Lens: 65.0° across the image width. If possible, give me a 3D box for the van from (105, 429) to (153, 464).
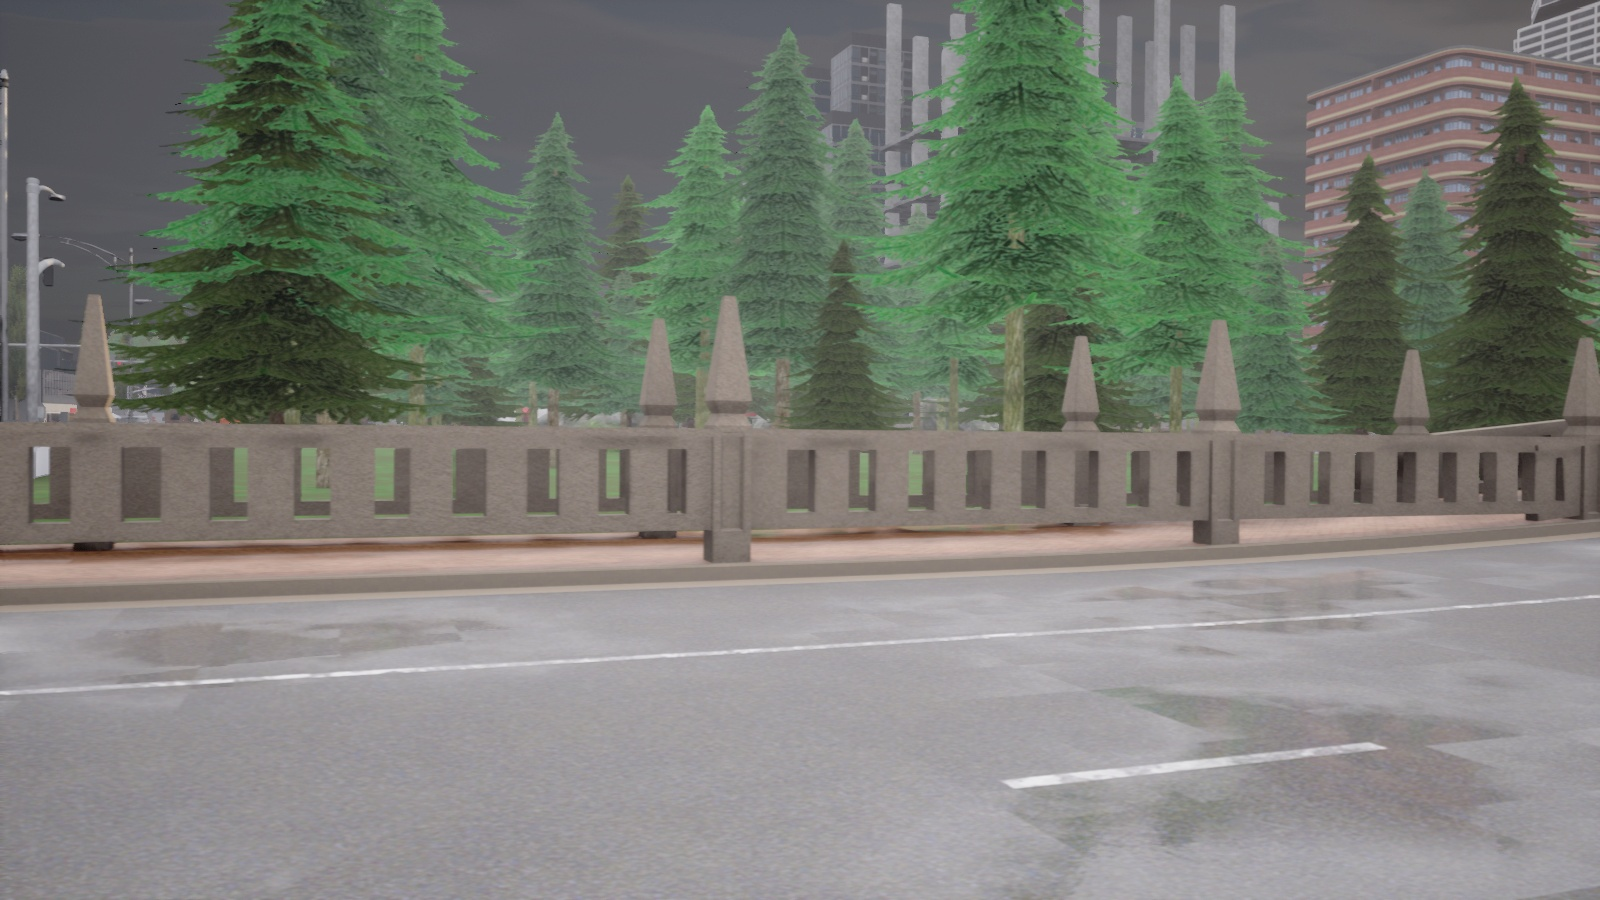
[{"bbox_3d":[-39.406,-0.212,73.870,1.775,1.987,4.442,-1,1,-19],"label":"van"}]
